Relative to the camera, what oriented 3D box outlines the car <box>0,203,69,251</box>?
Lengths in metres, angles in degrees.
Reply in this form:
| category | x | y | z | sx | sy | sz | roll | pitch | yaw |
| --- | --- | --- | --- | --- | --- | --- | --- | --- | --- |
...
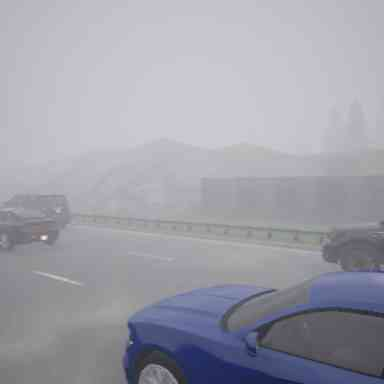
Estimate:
| category | x | y | z | sx | sy | sz | roll | pitch | yaw |
| --- | --- | --- | --- | --- | --- | --- | --- | --- | --- |
| car | -7.404 | 1.408 | 13.650 | 4.892 | 1.490 | 1.837 | 0 | 0 | 36 |

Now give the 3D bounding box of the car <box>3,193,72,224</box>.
| category | x | y | z | sx | sy | sz | roll | pitch | yaw |
| --- | --- | --- | --- | --- | --- | --- | --- | --- | --- |
| car | -9.331 | 1.091 | 19.321 | 5.566 | 2.045 | 2.150 | 1 | 0 | 35 |

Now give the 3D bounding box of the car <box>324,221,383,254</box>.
| category | x | y | z | sx | sy | sz | roll | pitch | yaw |
| --- | --- | --- | --- | --- | --- | --- | --- | --- | --- |
| car | 6.234 | 1.223 | 8.145 | 5.566 | 2.045 | 2.150 | 0 | 0 | 36 |

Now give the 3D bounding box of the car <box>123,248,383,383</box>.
| category | x | y | z | sx | sy | sz | roll | pitch | yaw |
| --- | --- | --- | --- | --- | --- | --- | --- | --- | --- |
| car | 1.554 | 1.476 | 2.890 | 5.008 | 1.535 | 1.882 | 0 | 0 | 36 |
